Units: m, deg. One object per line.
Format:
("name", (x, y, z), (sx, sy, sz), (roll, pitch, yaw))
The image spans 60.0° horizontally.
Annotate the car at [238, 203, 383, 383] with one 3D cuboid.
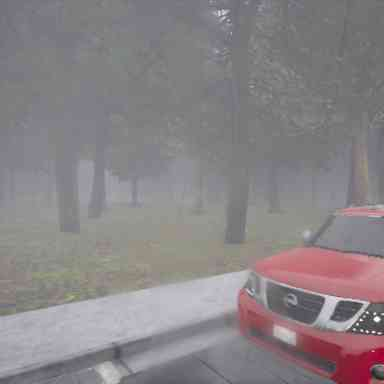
("car", (3.271, 1.221, 5.273), (5.566, 2.045, 2.150), (0, 0, -35))
